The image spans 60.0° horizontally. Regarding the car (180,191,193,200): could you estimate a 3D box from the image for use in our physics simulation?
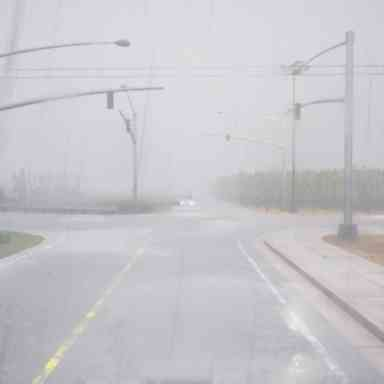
[{"bbox_3d":[-0.808,0.493,50.109,1.895,1.301,4.718,0,1,-3],"label":"car"}]
